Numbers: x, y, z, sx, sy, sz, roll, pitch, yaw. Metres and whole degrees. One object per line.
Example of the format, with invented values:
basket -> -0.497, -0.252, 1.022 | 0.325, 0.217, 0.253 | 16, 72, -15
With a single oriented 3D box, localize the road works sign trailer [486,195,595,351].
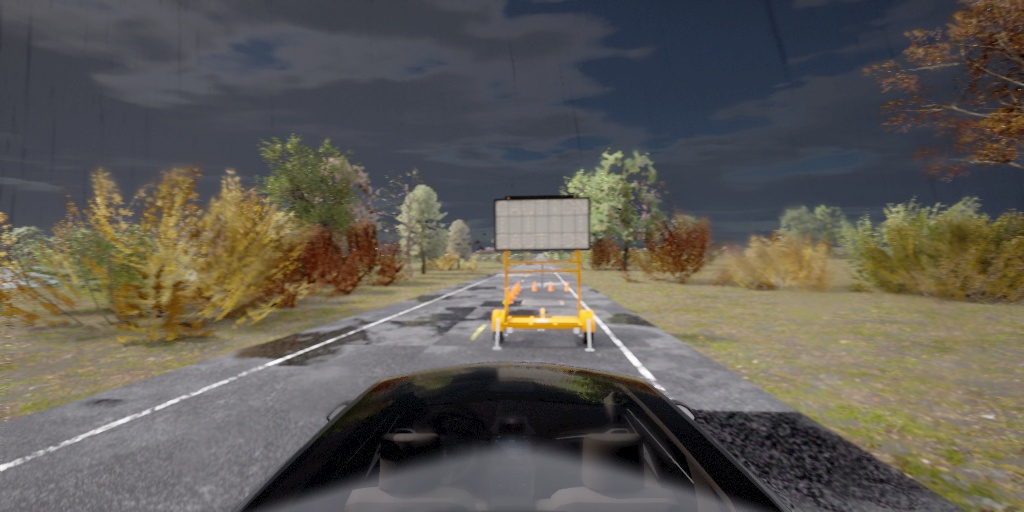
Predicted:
road works sign trailer -> 0.793, 0.269, 9.163 | 2.380, 3.560, 2.880 | 0, 0, 5
